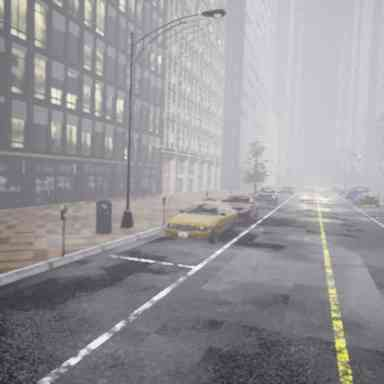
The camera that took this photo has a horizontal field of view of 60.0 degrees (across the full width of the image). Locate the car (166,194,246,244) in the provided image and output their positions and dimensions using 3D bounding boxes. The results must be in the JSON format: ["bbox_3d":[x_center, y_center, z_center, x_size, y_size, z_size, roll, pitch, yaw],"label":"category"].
[{"bbox_3d":[0.570,0.925,12.559,1.752,1.417,4.829,3,3,20],"label":"car"}]

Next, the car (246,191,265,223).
[{"bbox_3d":[2.600,0.794,18.058,1.802,1.307,4.206,3,3,20],"label":"car"}]

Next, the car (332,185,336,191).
[{"bbox_3d":[28.201,-0.437,63.184,1.802,1.307,4.206,3,3,20],"label":"car"}]

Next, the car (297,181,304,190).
[{"bbox_3d":[24.238,-1.286,76.594,1.752,1.417,4.829,3,3,20],"label":"car"}]

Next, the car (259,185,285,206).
[{"bbox_3d":[6.549,0.287,28.724,1.967,1.590,4.097,3,3,20],"label":"car"}]

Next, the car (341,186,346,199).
[{"bbox_3d":[20.313,0.266,41.836,1.887,1.381,4.507,3,3,20],"label":"car"}]

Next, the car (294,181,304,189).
[{"bbox_3d":[28.248,-1.877,87.415,2.192,1.841,5.009,3,3,20],"label":"car"}]

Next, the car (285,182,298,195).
[{"bbox_3d":[14.434,-0.323,50.074,1.947,1.339,4.313,3,3,20],"label":"car"}]

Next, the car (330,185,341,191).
[{"bbox_3d":[34.120,-1.028,79.191,2.008,1.369,4.403,3,3,20],"label":"car"}]

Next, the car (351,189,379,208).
[{"bbox_3d":[16.367,0.671,31.164,1.802,1.307,4.206,3,3,20],"label":"car"}]

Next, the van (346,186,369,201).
[{"bbox_3d":[18.347,0.247,36.489,1.690,1.788,3.998,3,3,20],"label":"van"}]

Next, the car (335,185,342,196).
[{"bbox_3d":[24.258,-0.098,52.509,2.008,1.369,4.403,3,3,20],"label":"car"}]
